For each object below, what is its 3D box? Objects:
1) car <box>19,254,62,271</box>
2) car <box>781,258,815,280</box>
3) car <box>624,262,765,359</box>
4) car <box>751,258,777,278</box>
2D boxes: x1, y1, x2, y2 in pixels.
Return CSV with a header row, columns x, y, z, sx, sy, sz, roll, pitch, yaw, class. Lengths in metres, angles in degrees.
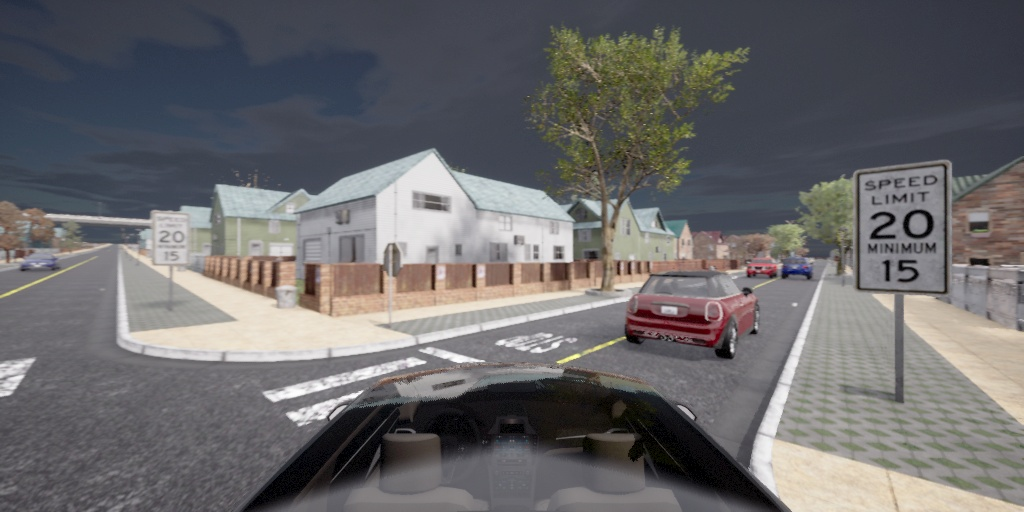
x,y,z,sx,sy,sz,roll,pitch,yaw,class
-41.373,0.532,31.539,4.674,1.442,1.812,1,1,42,car
27.652,1.170,34.788,2.150,2.045,5.566,0,0,42,car
4.590,1.129,8.848,2.097,1.767,4.553,0,0,42,car
25.863,1.176,37.027,2.150,2.045,5.566,0,0,42,car
